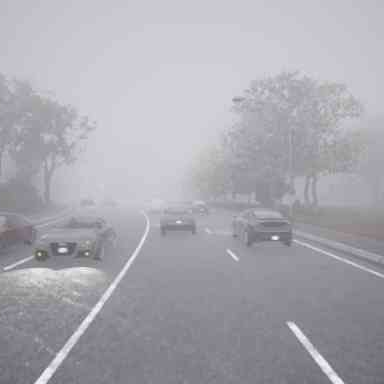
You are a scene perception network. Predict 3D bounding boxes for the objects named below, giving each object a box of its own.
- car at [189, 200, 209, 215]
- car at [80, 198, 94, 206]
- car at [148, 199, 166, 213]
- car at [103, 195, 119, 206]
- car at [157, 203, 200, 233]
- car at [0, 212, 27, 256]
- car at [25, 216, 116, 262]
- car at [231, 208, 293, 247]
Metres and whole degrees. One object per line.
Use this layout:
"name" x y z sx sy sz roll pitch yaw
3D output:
"car" 0.471 1.536 33.793 1.812 1.442 4.674 0 0 -12
"car" -16.872 1.603 53.537 1.895 1.301 4.718 0 0 -23
"car" -3.823 1.536 37.008 1.812 1.442 4.674 0 0 -13
"car" -13.014 1.360 53.318 2.097 1.767 4.553 0 0 -22
"car" -0.896 1.569 19.662 1.994 1.385 4.181 0 0 -6
"car" -7.536 1.534 12.709 1.812 1.442 4.674 0 0 -4
"car" -4.017 1.569 12.059 1.994 1.385 4.181 0 0 -3
"car" 3.024 1.506 15.142 1.837 1.490 4.892 0 0 -4
